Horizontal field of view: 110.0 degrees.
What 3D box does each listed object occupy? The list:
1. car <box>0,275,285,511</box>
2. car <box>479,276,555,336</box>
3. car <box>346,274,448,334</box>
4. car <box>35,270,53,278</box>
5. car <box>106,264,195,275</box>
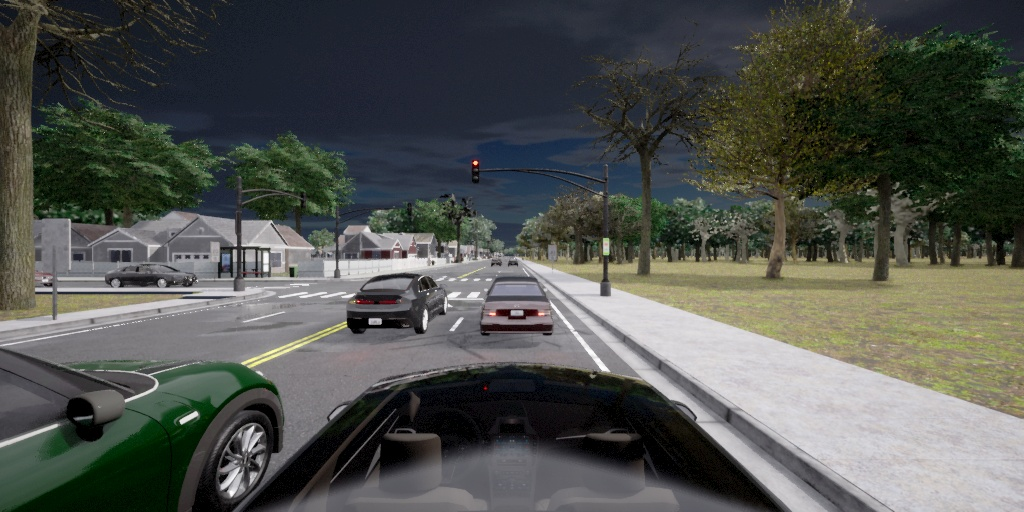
[{"bbox_3d":[-3.148,1.102,1.446,2.097,1.767,4.553,0,0,0],"label":"car"},{"bbox_3d":[0.114,1.297,10.392,2.033,1.411,5.357,0,0,0],"label":"car"},{"bbox_3d":[-3.143,1.254,10.643,1.837,1.490,4.892,0,0,0],"label":"car"},{"bbox_3d":[-32.197,1.322,22.956,4.674,1.442,1.812,0,0,0],"label":"car"},{"bbox_3d":[-22.909,1.285,22.879,4.892,1.490,1.837,0,0,0],"label":"car"}]
